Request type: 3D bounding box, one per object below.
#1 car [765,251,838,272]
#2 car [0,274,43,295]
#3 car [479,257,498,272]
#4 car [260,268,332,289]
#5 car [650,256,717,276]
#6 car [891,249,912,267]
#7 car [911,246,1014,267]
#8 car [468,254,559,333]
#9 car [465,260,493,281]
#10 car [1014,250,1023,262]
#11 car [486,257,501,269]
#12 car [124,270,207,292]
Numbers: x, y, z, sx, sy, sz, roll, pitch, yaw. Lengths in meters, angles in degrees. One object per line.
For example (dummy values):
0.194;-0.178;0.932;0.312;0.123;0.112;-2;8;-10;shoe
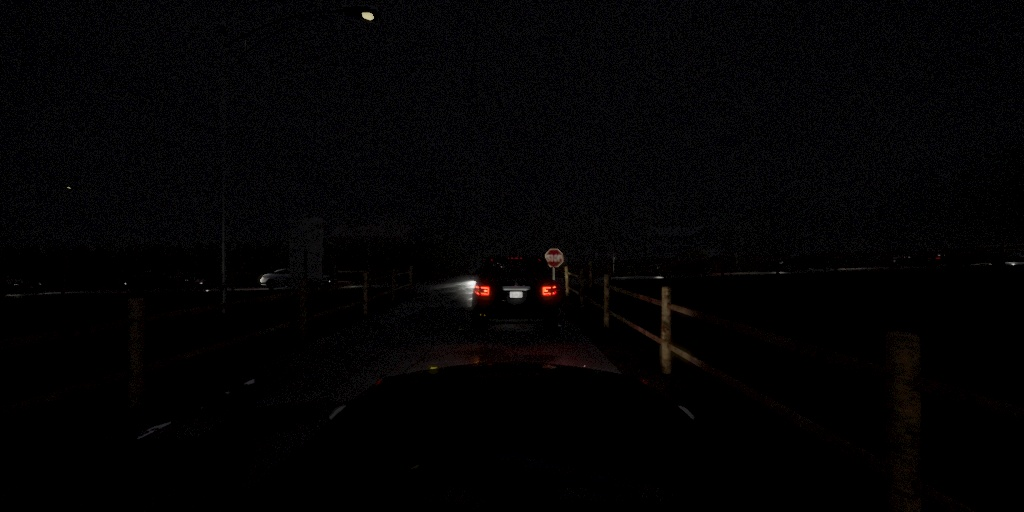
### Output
23.152;0.415;28.829;5.008;1.535;1.882;-2;-2;0;car
-36.779;2.030;25.721;4.674;1.442;1.812;-1;-2;0;car
-2.946;1.074;46.003;2.097;1.767;4.553;0;0;0;car
-15.444;1.589;25.763;4.674;1.442;1.812;-1;-2;0;car
13.674;0.776;28.776;5.008;1.535;1.882;-2;-2;-1;car
33.221;0.038;28.853;4.902;1.511;2.128;-2;-2;0;car
32.422;-0.006;25.910;4.674;1.442;1.812;-2;-2;0;car
0.060;0.975;10.857;2.150;2.045;5.566;0;0;-1;car
-2.930;1.290;33.063;2.128;1.511;4.902;-1;2;0;car
43.376;-0.328;28.847;4.674;1.442;1.812;-2;-2;0;car
-2.940;1.061;56.882;2.097;1.767;4.553;0;0;0;car
-24.773;1.754;25.743;4.902;1.511;2.128;-1;-2;0;car
